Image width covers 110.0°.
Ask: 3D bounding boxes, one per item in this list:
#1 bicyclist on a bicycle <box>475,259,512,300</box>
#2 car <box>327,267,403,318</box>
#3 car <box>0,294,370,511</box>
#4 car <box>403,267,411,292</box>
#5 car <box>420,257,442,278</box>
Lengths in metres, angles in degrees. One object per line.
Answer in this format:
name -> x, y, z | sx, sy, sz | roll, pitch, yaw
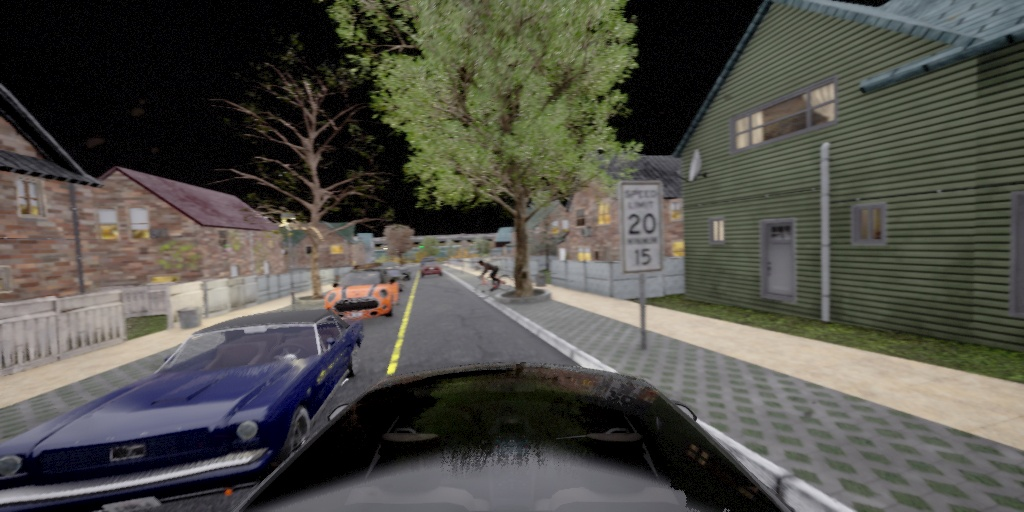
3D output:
bicyclist on a bicycle -> -0.910, 0.873, 14.888 | 1.656, 1.620, 0.582 | -20, 5, -13
car -> -5.491, 1.294, 13.575 | 2.097, 1.767, 4.553 | -3, 1, -14
car -> -3.286, 1.502, 4.726 | 1.895, 1.301, 4.718 | -3, 1, -14
car -> -7.764, 1.537, 22.810 | 2.033, 1.411, 5.357 | -3, 0, -14
car -> -8.483, 1.269, 37.723 | 2.097, 1.767, 4.553 | -3, 0, -13
